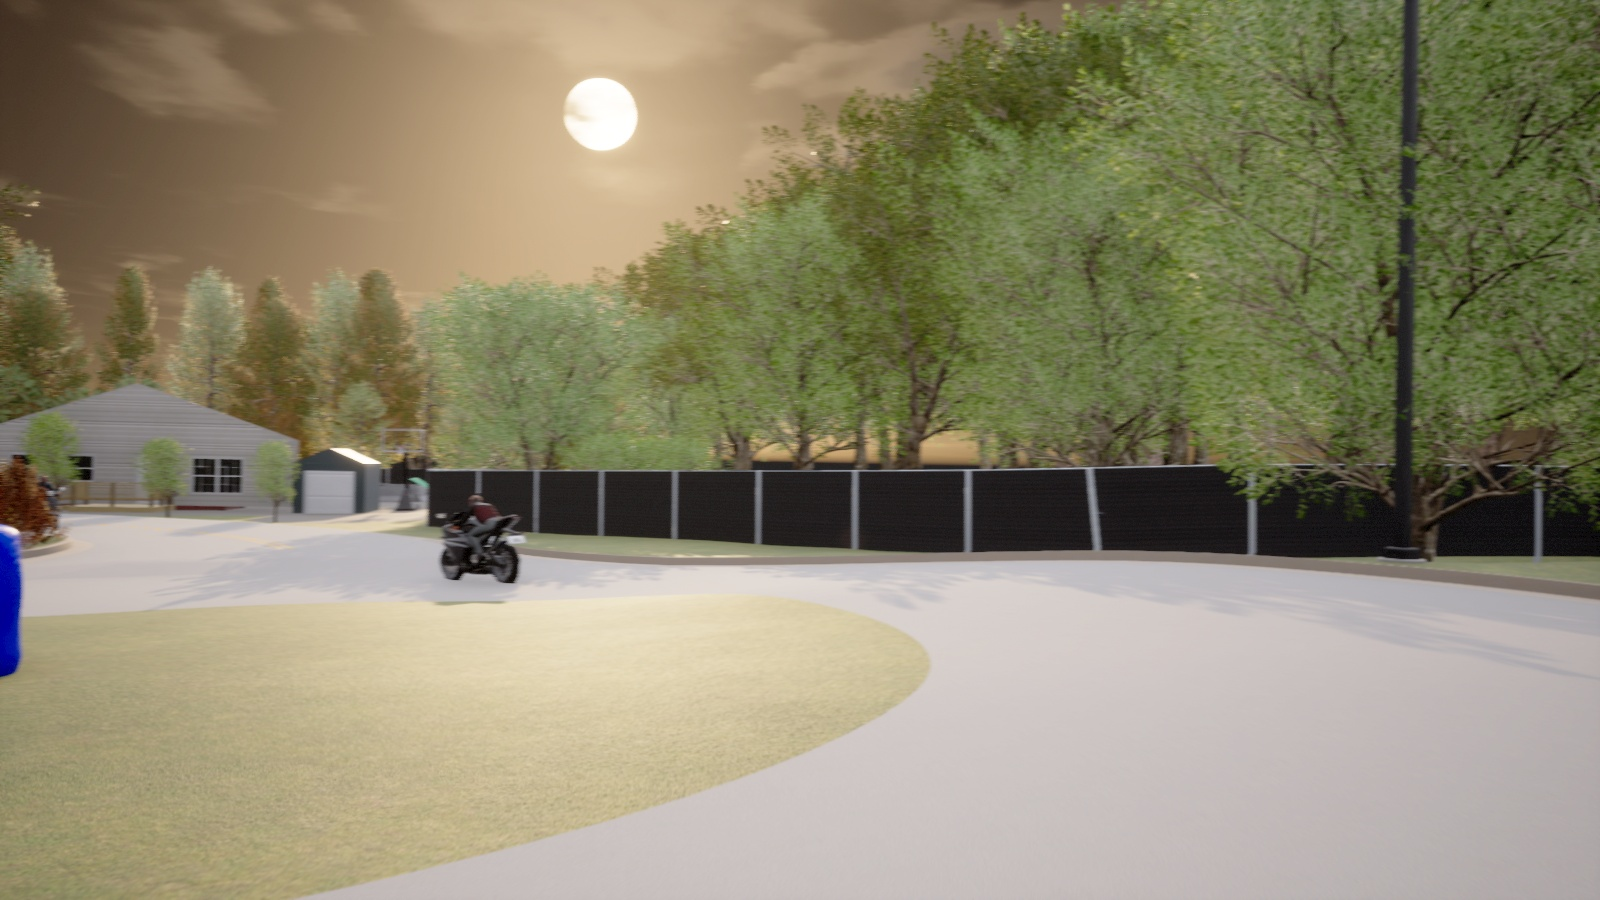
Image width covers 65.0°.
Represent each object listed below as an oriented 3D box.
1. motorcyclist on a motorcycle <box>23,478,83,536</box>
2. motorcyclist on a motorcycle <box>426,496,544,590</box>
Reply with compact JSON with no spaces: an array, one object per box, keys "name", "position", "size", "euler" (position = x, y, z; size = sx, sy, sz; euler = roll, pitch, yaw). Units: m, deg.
[{"name":"motorcyclist on a motorcycle","position":[-21.418,1.602,35.994],"size":[1.817,1.590,0.866],"euler":[0,0,37]},{"name":"motorcyclist on a motorcycle","position":[-5.465,1.587,21.710],"size":[2.191,1.530,0.866],"euler":[-3,-3,41]}]
